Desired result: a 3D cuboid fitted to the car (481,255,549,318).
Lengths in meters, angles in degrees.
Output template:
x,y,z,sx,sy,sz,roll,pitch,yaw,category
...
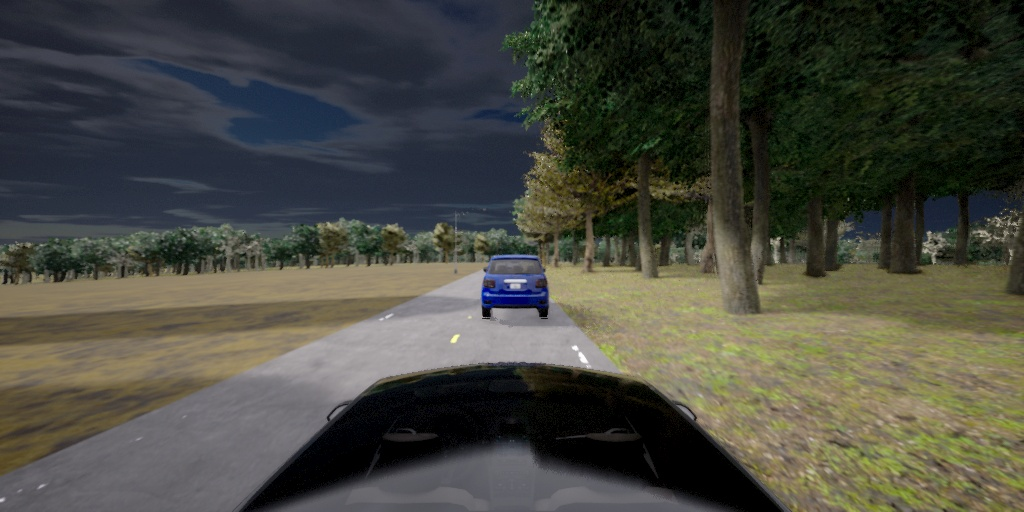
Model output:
x,y,z,sx,sy,sz,roll,pitch,yaw,category
0.100,0.991,13.196,2.150,2.045,5.566,0,0,0,car
